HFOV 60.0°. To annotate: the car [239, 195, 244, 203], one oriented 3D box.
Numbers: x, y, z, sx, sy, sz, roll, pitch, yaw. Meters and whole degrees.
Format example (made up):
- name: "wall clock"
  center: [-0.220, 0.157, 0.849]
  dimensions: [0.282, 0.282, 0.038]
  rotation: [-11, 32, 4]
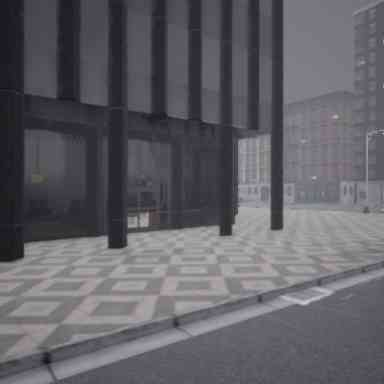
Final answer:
- name: "car"
  center: [7.917, 1.308, 64.310]
  dimensions: [1.837, 1.490, 4.892]
  rotation: [0, 0, -35]
